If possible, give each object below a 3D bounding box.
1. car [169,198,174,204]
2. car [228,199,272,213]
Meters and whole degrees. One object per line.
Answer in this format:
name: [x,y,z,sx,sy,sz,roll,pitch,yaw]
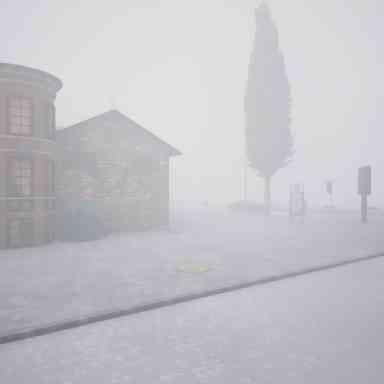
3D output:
car: [-5.334,1.601,60.937,1.895,1.301,4.718,0,0,-35]
car: [6.407,1.547,37.283,2.033,1.411,5.357,0,0,-36]
